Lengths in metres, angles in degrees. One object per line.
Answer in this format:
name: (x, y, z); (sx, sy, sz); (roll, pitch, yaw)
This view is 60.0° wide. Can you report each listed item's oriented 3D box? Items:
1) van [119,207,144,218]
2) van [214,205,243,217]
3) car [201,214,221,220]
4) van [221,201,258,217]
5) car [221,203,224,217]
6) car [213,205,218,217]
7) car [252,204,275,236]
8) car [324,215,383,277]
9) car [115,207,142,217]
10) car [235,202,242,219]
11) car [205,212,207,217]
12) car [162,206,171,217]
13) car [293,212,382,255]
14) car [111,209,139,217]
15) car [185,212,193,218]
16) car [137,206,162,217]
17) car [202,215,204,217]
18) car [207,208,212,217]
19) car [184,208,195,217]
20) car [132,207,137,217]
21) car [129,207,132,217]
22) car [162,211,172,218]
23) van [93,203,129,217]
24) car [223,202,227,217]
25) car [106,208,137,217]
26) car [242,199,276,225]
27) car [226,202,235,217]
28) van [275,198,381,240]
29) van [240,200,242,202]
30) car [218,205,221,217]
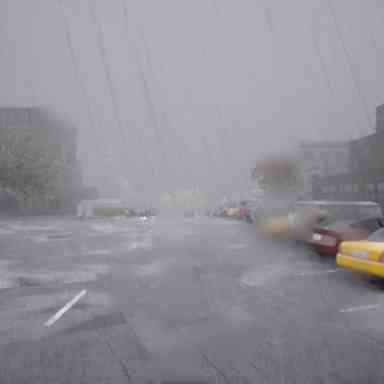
van: (-11.743, 3.932, 64.294); (4.442, 1.987, 1.878); (1, -5, -21)
van: (6.200, 3.210, 56.052); (4.442, 1.987, 1.878); (2, -5, -21)
car: (5.368, 6.986, 93.960); (5.008, 1.535, 2.097); (3, -7, -21)
van: (6.343, 2.330, 44.354); (4.442, 1.987, 1.878); (2, -4, -21)
car: (6.292, 2.210, 38.450); (4.892, 1.521, 2.231); (2, -3, -20)
car: (6.169, 3.010, 50.133); (4.674, 1.452, 2.002); (2, -4, -21)
car: (6.229, 1.632, 17.897); (5.366, 1.575, 1.946); (1, 0, -20)
car: (6.590, 1.563, 9.221); (5.366, 1.575, 1.946); (1, -1, -20)
car: (-11.772, 3.775, 61.263); (4.553, 1.767, 2.185); (1, -5, -21)
car: (6.357, 1.767, 26.764); (4.892, 1.521, 2.231); (1, -2, -20)
car: (5.906, 4.419, 67.683); (4.892, 1.521, 2.231); (3, -6, -21)
car: (-5.426, 3.528, 60.188); (2.150, 2.045, 5.566); (0, -5, 0)
car: (6.439, 1.618, 12.104); (4.792, 1.488, 2.163); (1, -1, -20)
car: (-11.753, 3.690, 58.260); (4.674, 1.452, 2.002); (1, -5, -21)
car: (-0.819, 5.833, 84.076); (1.837, 1.490, 4.892); (0, -6, -1)
car: (-5.283, 2.504, 42.119); (1.994, 1.385, 4.181); (0, -4, 0)
car: (5.838, 4.700, 73.567); (5.566, 2.045, 2.435); (3, -6, -21)
car: (5.930, 4.035, 64.767); (4.553, 1.767, 2.185); (3, -5, -21)
car: (-0.611, 4.709, 73.693); (2.150, 2.045, 5.566); (0, -5, -1)
car: (-11.660, 2.920, 52.335); (5.566, 2.045, 2.435); (1, -5, -21)
car: (-11.673, 2.812, 49.313); (4.553, 1.767, 2.185); (1, -5, -21)
car: (-5.657, 5.233, 76.017); (2.033, 1.411, 5.357); (0, -5, -1)
van: (-11.497, 2.493, 46.388); (4.442, 1.987, 1.878); (1, -4, -21)
car: (6.481, 2.071, 35.600); (5.366, 1.575, 1.946); (2, -3, -20)
car: (-11.743, 3.435, 55.265); (4.792, 1.488, 2.163); (1, -5, -21)
car: (6.371, 1.414, 20.890); (5.566, 2.045, 2.435); (1, -1, -20)
car: (6.338, 1.949, 32.607); (4.892, 1.521, 2.231); (2, -2, -20)
van: (6.303, 1.386, 14.983); (4.442, 1.987, 1.878); (1, 0, -20)
van: (6.461, 1.625, 29.734); (4.442, 1.987, 1.878); (2, -3, -20)
car: (6.267, 2.370, 41.373); (5.008, 1.535, 2.097); (2, -4, -20)
